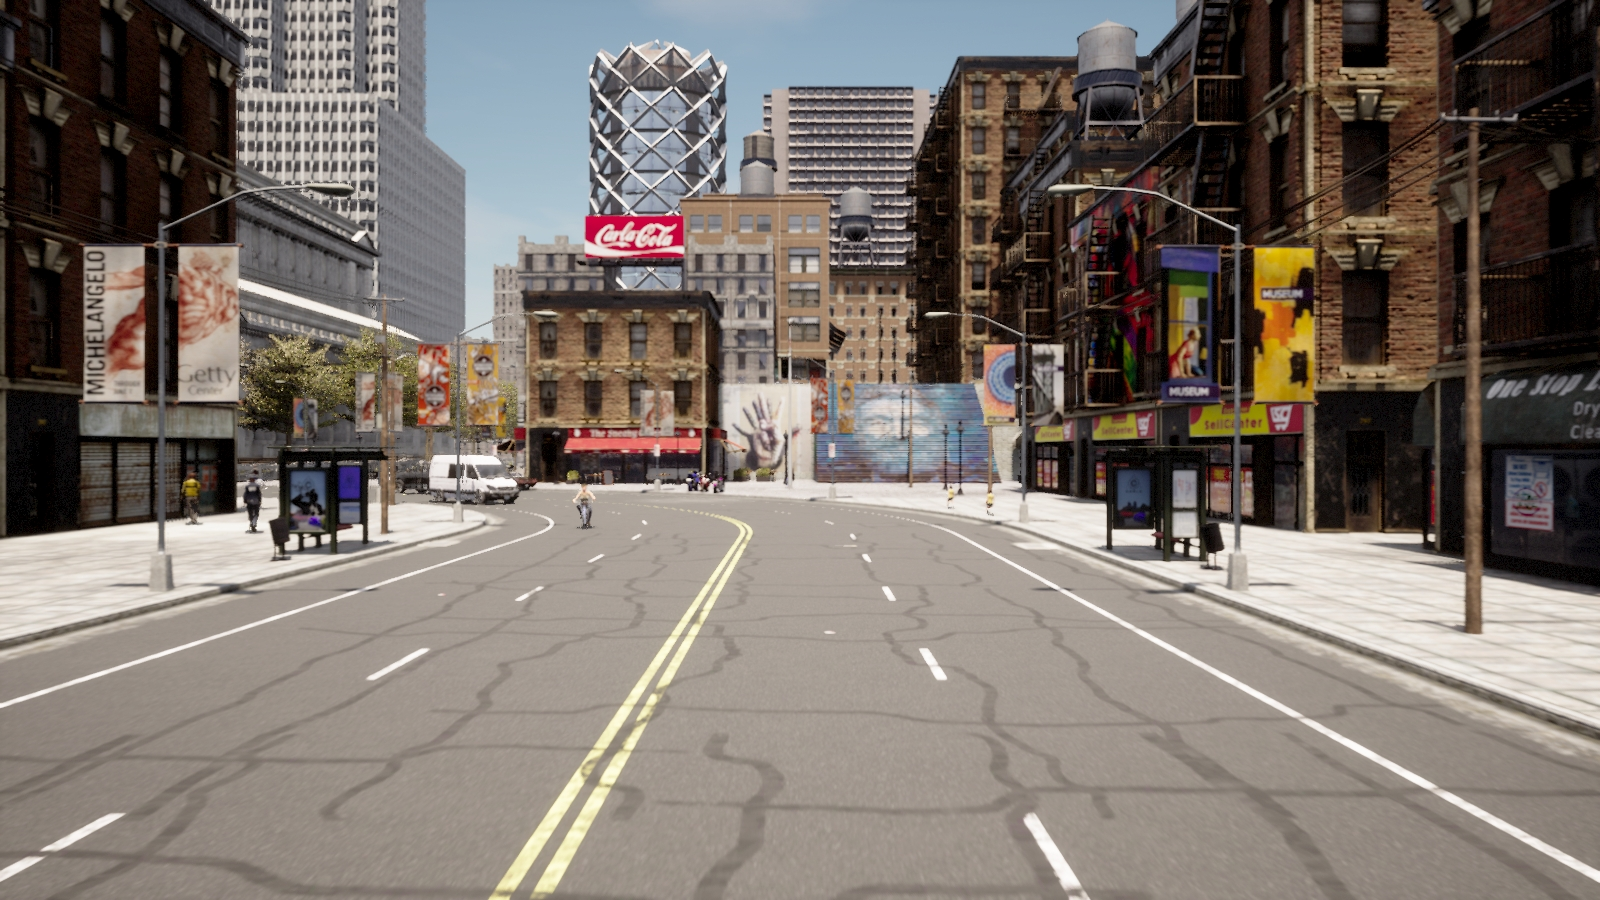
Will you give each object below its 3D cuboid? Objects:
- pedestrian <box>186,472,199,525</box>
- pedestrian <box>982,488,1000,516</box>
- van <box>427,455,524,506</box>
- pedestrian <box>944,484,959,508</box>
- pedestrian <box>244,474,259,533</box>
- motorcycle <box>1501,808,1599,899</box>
[{"bbox_3d":[-21.385,1.696,40.227,0.375,1.860,0.375,0,0,-21],"label":"pedestrian"},{"bbox_3d":[7.665,2.076,45.831,0.500,1.100,0.500,0,0,-20],"label":"pedestrian"},{"bbox_3d":[-17.043,1.534,59.828,5.915,2.561,1.988,0,0,41],"label":"van"},{"bbox_3d":[6.828,2.076,51.608,0.500,1.100,0.500,0,0,-18],"label":"pedestrian"},{"bbox_3d":[-17.390,1.696,36.246,0.375,1.860,0.375,0,0,-18],"label":"pedestrian"},{"bbox_3d":[3.496,2.182,4.095,0.856,1.236,1.805,0,0,0],"label":"motorcycle"}]
